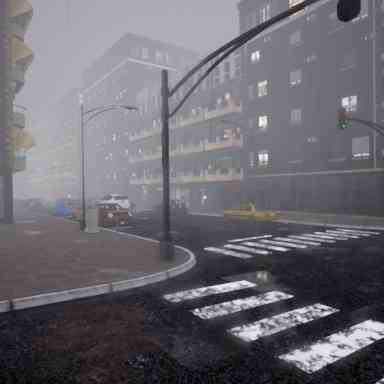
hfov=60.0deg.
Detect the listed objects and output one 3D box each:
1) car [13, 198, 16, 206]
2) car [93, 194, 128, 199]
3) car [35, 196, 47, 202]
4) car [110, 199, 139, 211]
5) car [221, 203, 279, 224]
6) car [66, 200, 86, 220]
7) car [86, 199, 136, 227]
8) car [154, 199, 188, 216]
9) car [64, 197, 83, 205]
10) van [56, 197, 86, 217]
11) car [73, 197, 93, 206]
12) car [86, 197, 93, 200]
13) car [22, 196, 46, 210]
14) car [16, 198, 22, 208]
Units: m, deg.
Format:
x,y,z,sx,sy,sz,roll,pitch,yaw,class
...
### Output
x,y,z,sx,sy,sz,roll,pitch,yaw,class
-31.601,1.781,59.955,1.887,1.381,4.507,-1,1,-36,car
-9.133,1.282,38.518,2.150,2.045,5.566,-1,0,-36,car
-37.677,1.725,82.832,1.887,1.381,4.507,-1,1,-36,car
-8.677,1.580,42.336,2.008,1.369,4.403,-1,1,-36,car
4.113,1.497,24.477,1.752,1.417,4.829,-1,1,-36,car
-8.946,1.651,28.321,1.752,1.417,4.829,-1,1,-36,car
-5.824,1.552,23.959,1.967,1.590,4.097,-1,1,-36,car
-2.234,1.440,33.336,1.967,1.590,4.097,-1,1,-36,car
-21.566,1.643,60.334,2.008,1.369,4.403,-1,1,-36,car
-12.270,1.482,32.956,1.690,1.788,3.998,-1,1,-36,van
-18.344,1.642,55.834,1.947,1.339,4.313,-1,1,-36,car
-15.123,1.500,51.334,1.967,1.590,4.097,-1,1,-36,car
-21.936,1.626,46.456,1.967,1.590,4.097,-1,1,-36,car
-25.156,1.768,50.956,1.947,1.339,4.313,-1,1,-36,car
